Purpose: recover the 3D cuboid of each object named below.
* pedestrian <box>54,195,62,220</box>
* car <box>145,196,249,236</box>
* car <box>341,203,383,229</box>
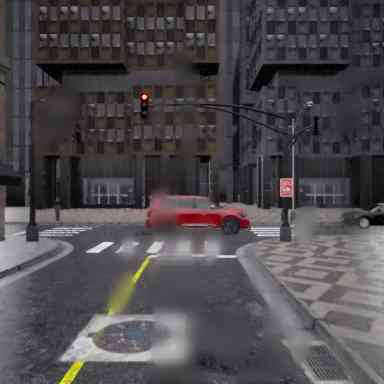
[{"bbox_3d":[-9.812,1.153,24.334,0.375,1.860,0.375,0,0,1],"label":"pedestrian"},{"bbox_3d":[0.250,1.218,17.976,5.566,2.045,2.150,0,0,1],"label":"car"},{"bbox_3d":[12.058,1.458,21.032,5.008,1.535,1.882,0,0,1],"label":"car"}]
